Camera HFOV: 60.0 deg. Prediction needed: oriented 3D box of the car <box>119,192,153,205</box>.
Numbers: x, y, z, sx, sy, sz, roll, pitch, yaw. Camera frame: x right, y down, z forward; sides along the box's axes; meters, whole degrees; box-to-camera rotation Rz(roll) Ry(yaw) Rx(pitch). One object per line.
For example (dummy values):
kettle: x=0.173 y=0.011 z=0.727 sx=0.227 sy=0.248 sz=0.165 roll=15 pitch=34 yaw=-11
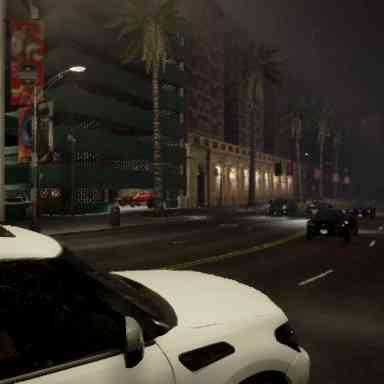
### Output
car: x=-7.688 y=0.986 z=46.314 sx=2.435 sy=2.045 sz=5.566 roll=0 pitch=0 yaw=32

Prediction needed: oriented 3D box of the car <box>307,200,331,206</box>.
car: x=11.818 y=1.505 z=30.696 sx=2.128 sy=1.511 sz=4.902 roll=0 pitch=0 yaw=32

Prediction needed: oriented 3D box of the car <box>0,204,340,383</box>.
car: x=-1.624 y=1.214 z=2.120 sx=5.566 sy=2.045 sz=2.150 roll=0 pitch=0 yaw=-36

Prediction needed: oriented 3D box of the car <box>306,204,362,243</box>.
car: x=6.872 y=1.525 z=16.160 sx=1.812 sy=1.442 sz=4.674 roll=0 pitch=0 yaw=33

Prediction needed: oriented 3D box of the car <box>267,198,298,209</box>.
car: x=8.864 y=1.385 z=32.574 sx=2.097 sy=1.767 sz=4.553 roll=0 pitch=0 yaw=32

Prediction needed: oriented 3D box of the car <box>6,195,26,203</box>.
car: x=-33.416 y=1.341 z=61.943 sx=2.161 sy=1.482 sz=4.786 roll=0 pitch=0 yaw=32

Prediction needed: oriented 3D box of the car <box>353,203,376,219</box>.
car: x=14.838 y=1.604 z=28.925 sx=1.895 sy=1.301 sz=4.718 roll=0 pitch=0 yaw=32
